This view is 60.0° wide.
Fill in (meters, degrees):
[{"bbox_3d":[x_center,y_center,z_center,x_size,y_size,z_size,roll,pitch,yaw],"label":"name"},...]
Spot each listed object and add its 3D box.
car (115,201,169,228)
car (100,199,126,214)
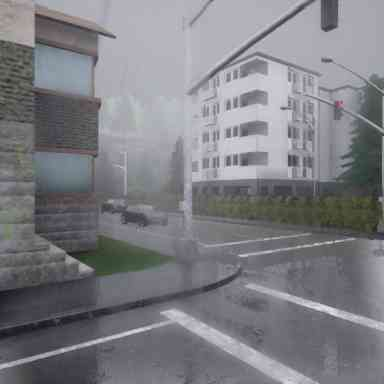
[{"bbox_3d":[-3.476,1.681,23.873,1.837,1.490,4.892,0,0,-35],"label":"car"},{"bbox_3d":[-8.748,1.528,37.622,2.097,1.767,4.553,0,0,-35],"label":"car"}]
